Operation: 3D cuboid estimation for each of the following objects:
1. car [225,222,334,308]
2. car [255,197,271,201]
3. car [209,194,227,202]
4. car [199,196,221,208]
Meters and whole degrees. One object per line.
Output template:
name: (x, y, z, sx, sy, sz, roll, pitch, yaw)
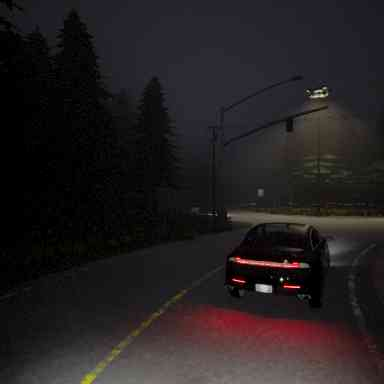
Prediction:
car: (2.276, 1.492, 8.091, 2.128, 1.511, 4.902, 0, 0, 24)
car: (14.063, 1.591, 65.512, 1.994, 1.385, 4.181, 0, 0, 43)
car: (3.635, 1.250, 50.741, 2.150, 2.045, 5.566, 0, 0, 25)
car: (1.924, 1.531, 37.195, 1.837, 1.490, 4.892, 0, 0, -6)
